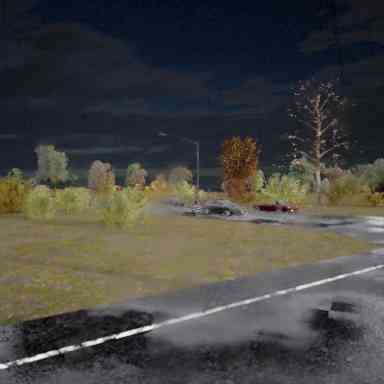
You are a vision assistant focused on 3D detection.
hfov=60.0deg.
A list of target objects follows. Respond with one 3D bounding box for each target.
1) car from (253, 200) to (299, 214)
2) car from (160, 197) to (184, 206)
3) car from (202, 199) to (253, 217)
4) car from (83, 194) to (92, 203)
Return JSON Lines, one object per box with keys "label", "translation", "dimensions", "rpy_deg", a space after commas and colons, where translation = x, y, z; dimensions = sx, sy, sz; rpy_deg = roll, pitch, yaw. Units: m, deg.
{"label": "car", "translation": [8.588, 1.533, 34.675], "dimensions": [1.895, 1.301, 4.718], "rpy_deg": [0, 0, -37]}
{"label": "car", "translation": [-2.996, 1.403, 49.943], "dimensions": [1.994, 1.385, 4.181], "rpy_deg": [0, 0, -37]}
{"label": "car", "translation": [2.899, 1.442, 30.598], "dimensions": [1.837, 1.490, 4.892], "rpy_deg": [0, 0, -37]}
{"label": "car", "translation": [-19.311, 1.270, 59.982], "dimensions": [1.837, 1.490, 4.892], "rpy_deg": [-1, 1, -36]}
